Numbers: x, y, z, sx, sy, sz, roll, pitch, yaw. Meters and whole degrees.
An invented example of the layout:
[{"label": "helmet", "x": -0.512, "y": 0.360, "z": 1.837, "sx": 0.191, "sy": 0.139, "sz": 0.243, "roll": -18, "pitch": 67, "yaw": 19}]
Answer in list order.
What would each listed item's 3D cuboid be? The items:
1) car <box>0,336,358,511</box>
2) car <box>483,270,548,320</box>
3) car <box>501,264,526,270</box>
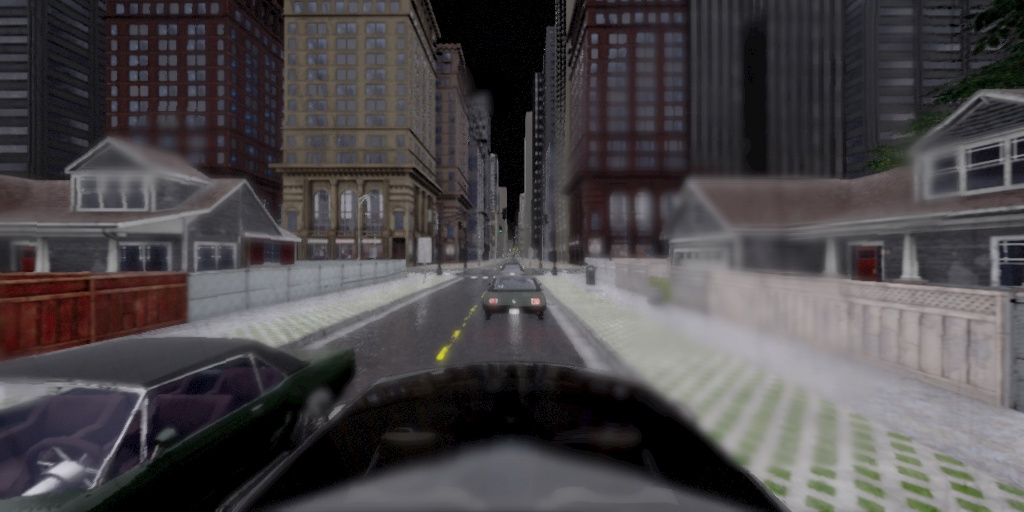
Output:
[{"label": "car", "x": -2.850, "y": 1.349, "z": 2.248, "sx": 1.895, "sy": 1.301, "sz": 4.718, "roll": 0, "pitch": 0, "yaw": 0}, {"label": "car", "x": 0.100, "y": 1.329, "z": 12.489, "sx": 1.895, "sy": 1.301, "sz": 4.718, "roll": 0, "pitch": 0, "yaw": 0}, {"label": "car", "x": 0.099, "y": 1.268, "z": 26.519, "sx": 1.994, "sy": 1.385, "sz": 4.181, "roll": 0, "pitch": 0, "yaw": 0}]
